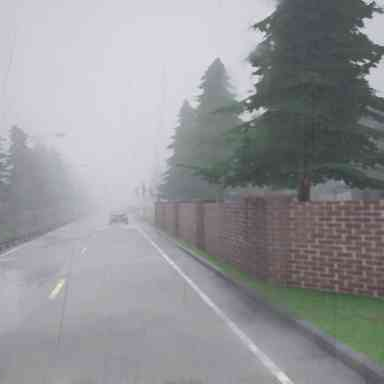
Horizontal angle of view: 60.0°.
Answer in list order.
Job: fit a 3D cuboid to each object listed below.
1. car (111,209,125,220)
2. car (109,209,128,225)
[{"bbox_3d":[-11.029,3.292,49.592,1.812,1.442,4.674,-1,-2,-12],"label":"car"},{"bbox_3d":[-8.119,2.823,36.840,1.812,1.442,4.674,-1,-2,-13],"label":"car"}]
